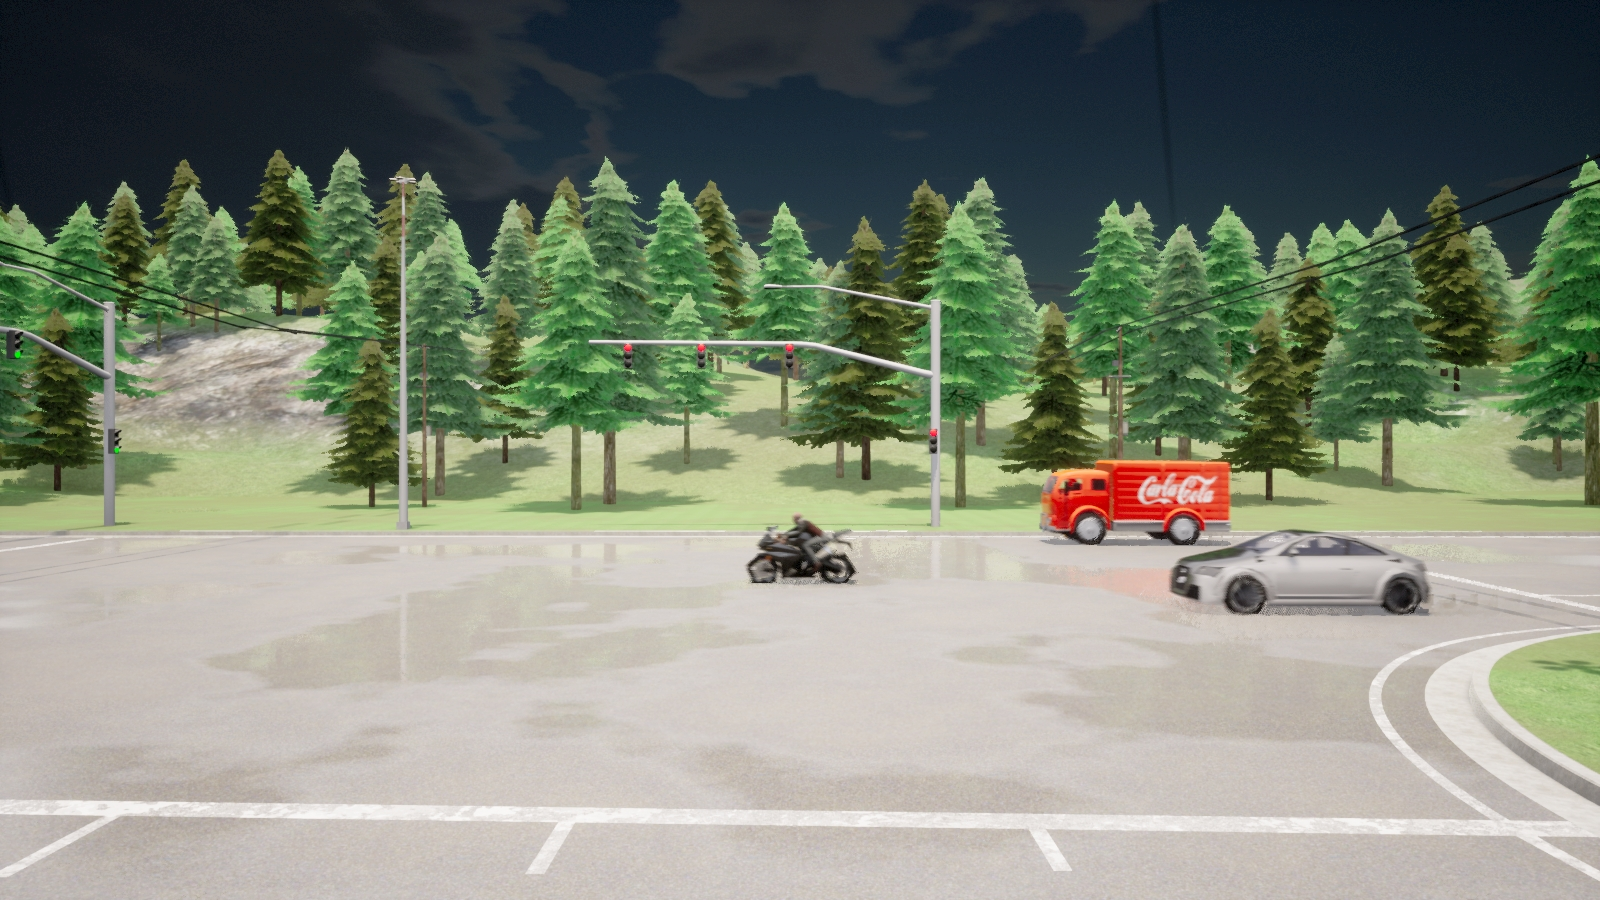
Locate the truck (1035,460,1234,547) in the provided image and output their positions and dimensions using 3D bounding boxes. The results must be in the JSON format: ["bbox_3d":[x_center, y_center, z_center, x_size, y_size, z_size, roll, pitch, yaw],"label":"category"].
[{"bbox_3d":[9.886,1.547,34.163,5.204,2.467,2.627,0,0,0],"label":"truck"}]

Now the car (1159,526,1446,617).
[{"bbox_3d":[8.744,2.105,20.173,4.181,1.385,1.994,0,0,0],"label":"car"}]

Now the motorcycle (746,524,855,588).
[{"bbox_3d":[0.009,2.189,23.726,2.209,1.251,0.867,0,0,0],"label":"motorcycle"}]
